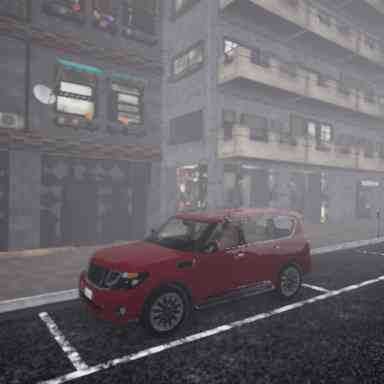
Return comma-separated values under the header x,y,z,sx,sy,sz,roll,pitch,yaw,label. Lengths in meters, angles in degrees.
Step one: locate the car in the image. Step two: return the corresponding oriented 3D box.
x,y,z,sx,sy,sz,roll,pitch,yaw,label
0.388,1.305,6.814,5.009,1.841,2.192,0,1,-35,car
